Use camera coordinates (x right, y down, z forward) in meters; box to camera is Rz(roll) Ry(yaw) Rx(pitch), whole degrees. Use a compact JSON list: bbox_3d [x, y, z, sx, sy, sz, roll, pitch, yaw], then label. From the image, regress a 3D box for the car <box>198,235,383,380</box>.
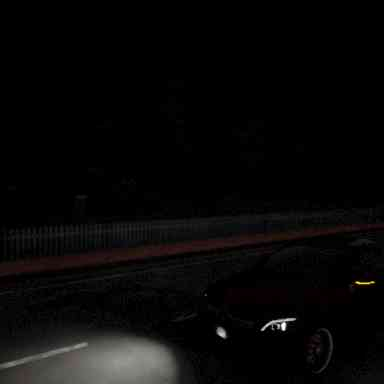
[{"bbox_3d":[2.280,1.516,5.599,4.674,1.442,1.812,0,0,-35],"label":"car"}]
